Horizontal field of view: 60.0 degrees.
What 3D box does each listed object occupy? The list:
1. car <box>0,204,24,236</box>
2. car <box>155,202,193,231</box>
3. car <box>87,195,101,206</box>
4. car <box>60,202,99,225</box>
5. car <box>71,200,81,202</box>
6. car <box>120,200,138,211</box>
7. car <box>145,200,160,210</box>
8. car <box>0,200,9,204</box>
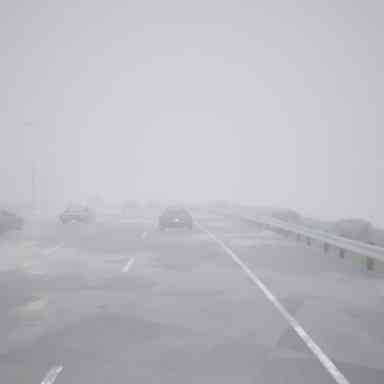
[{"bbox_3d":[-11.393,1.700,19.247,1.812,1.442,4.674,0,0,-7],"label":"car"},{"bbox_3d":[-1.130,1.602,21.338,1.994,1.385,4.181,-1,0,-7],"label":"car"},{"bbox_3d":[-18.304,1.535,62.216,2.150,2.045,5.566,0,0,-22],"label":"car"},{"bbox_3d":[-8.642,1.745,25.568,1.895,1.301,4.718,-1,0,-8],"label":"car"},{"bbox_3d":[-17.671,1.893,50.623,1.895,1.301,4.718,-1,0,-18],"label":"car"},{"bbox_3d":[-8.326,1.706,43.884,2.033,1.411,5.357,-1,0,-17],"label":"car"},{"bbox_3d":[-5.332,1.721,45.613,1.895,1.301,4.718,-1,0,-16],"label":"car"},{"bbox_3d":[-29.144,1.996,50.460,2.033,1.411,5.357,-1,0,-18],"label":"car"}]
